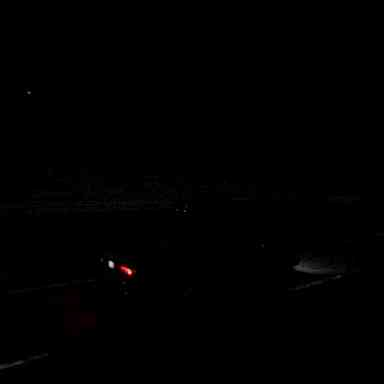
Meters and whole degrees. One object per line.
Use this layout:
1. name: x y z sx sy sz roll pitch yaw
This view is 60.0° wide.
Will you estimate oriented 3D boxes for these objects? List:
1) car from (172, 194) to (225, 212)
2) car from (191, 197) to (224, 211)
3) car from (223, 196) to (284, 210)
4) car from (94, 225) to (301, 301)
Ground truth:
1. car: 0.856 1.212 30.438 5.566 2.045 2.150 0 0 -36
2. car: 2.713 1.469 27.468 5.008 1.535 1.882 0 0 -36
3. car: 4.924 1.344 24.752 4.553 1.767 2.097 0 0 -36
4. car: 0.382 1.544 8.331 5.357 1.411 2.033 0 0 -35
